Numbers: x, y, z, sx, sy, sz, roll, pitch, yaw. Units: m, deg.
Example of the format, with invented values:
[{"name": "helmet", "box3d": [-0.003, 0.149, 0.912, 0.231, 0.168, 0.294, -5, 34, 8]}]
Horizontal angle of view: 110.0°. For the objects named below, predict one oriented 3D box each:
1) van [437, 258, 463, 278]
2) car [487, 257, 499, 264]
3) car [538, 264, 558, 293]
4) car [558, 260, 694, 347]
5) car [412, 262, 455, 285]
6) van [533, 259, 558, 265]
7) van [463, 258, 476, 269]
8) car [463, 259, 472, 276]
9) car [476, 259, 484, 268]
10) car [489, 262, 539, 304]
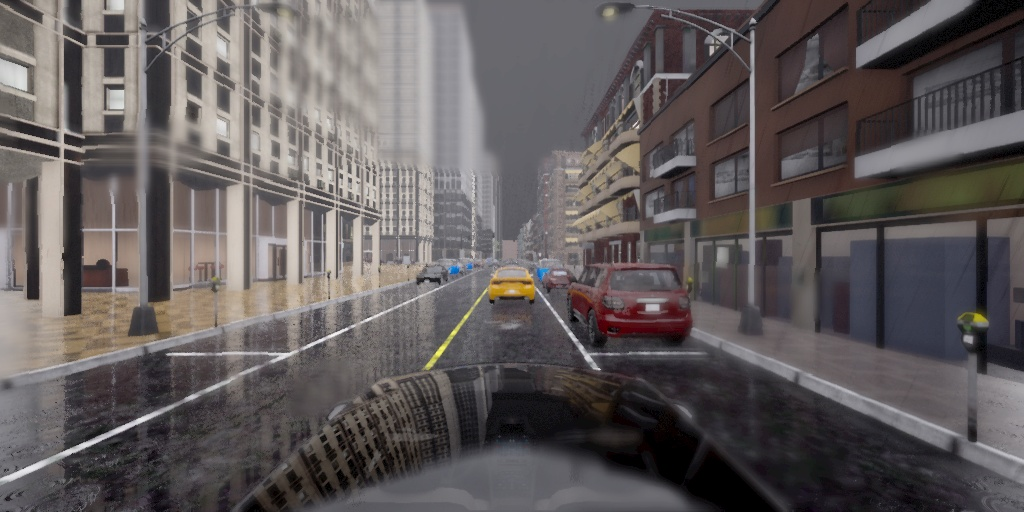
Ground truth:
[{"name": "van", "box3d": [-5.690, 1.093, 31.790, 1.690, 1.789, 3.998, 0, 0, 0]}, {"name": "car", "box3d": [-3.000, 1.333, 63.500, 1.812, 1.442, 4.674, 0, 0, 0]}, {"name": "car", "box3d": [2.690, 1.331, 20.492, 1.802, 1.307, 4.207, 0, 0, 0]}, {"name": "car", "box3d": [2.691, 1.062, 9.195, 2.192, 1.841, 5.009, 0, 0, 0]}, {"name": "car", "box3d": [-5.690, 1.316, 26.141, 1.948, 1.339, 4.313, 0, 0, 0]}, {"name": "van", "box3d": [2.691, 1.091, 26.141, 1.690, 1.789, 3.998, 0, 0, 0]}, {"name": "van", "box3d": [-5.690, 1.098, 43.087, 1.690, 1.789, 3.998, 0, 0, 0]}, {"name": "car", "box3d": [-5.690, 1.305, 37.438, 2.007, 1.370, 4.403, 0, 0, 0]}, {"name": "car", "box3d": [-5.690, 1.209, 60.033, 1.967, 1.591, 4.097, 0, 0, 0]}, {"name": "car", "box3d": [0.000, 1.234, 16.500, 1.882, 1.535, 5.008, 0, 0, 0]}]
